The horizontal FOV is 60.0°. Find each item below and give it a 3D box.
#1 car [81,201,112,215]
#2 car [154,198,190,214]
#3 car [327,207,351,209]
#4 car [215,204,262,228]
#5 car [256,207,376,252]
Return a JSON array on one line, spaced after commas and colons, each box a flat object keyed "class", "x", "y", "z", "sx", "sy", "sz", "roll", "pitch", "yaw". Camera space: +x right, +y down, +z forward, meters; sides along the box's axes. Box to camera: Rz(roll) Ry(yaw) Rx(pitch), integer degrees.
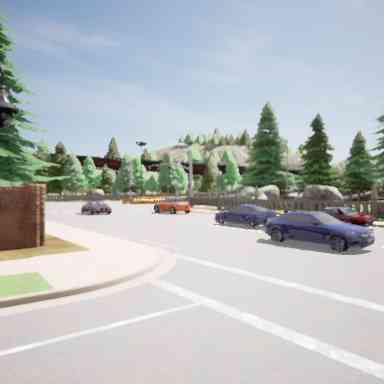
[{"class": "car", "x": -9.712, "y": 1.596, "z": 33.722, "sx": 1.994, "sy": 1.385, "sz": 4.181, "roll": 0, "pitch": 0, "yaw": -37}, {"class": "car", "x": -2.181, "y": 1.379, "z": 35.618, "sx": 2.097, "sy": 1.767, "sz": 4.553, "roll": 0, "pitch": 0, "yaw": -38}, {"class": "car", "x": 8.920, "y": 1.628, "z": 21.282, "sx": 1.895, "sy": 1.301, "sz": 4.718, "roll": 0, "pitch": 0, "yaw": -38}, {"class": "car", "x": 3.579, "y": 1.555, "z": 22.440, "sx": 1.812, "sy": 1.442, "sz": 4.674, "roll": 0, "pitch": 0, "yaw": -38}, {"class": "car", "x": 5.245, "y": 1.557, "z": 14.291, "sx": 1.812, "sy": 1.442, "sz": 4.674, "roll": 0, "pitch": 0, "yaw": -38}]
